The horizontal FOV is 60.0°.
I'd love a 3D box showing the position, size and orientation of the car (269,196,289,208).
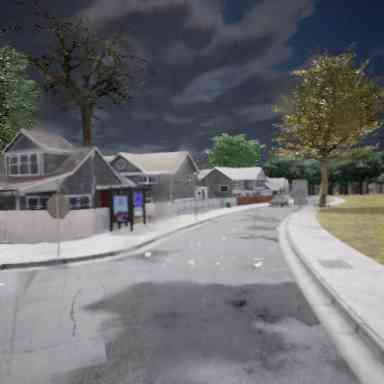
[{"bbox_3d":[13.268,1.395,50.816,2.097,1.767,4.553,0,0,29],"label":"car"}]
